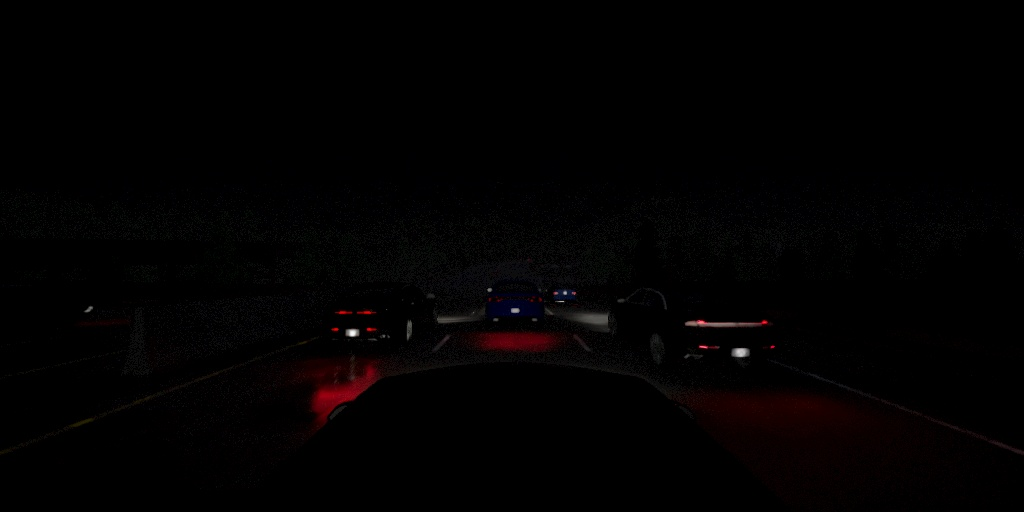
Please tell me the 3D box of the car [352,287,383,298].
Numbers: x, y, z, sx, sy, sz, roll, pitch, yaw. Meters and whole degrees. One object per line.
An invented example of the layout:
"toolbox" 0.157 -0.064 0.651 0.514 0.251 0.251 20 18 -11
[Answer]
"car" -17.513 4.470 43.717 1.895 1.301 4.718 0 -5 0

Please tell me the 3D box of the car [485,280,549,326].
"car" 0.097 1.607 13.191 1.882 1.535 5.008 0 -3 0

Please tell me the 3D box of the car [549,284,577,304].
"car" 3.593 2.793 26.751 2.033 1.411 5.357 0 -5 0

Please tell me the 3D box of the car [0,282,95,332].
"car" -14.095 1.427 9.188 2.128 1.511 4.902 0 -2 0

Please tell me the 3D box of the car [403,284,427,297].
"car" -14.013 5.029 52.058 2.097 1.767 4.553 0 -5 0

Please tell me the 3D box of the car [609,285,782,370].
"car" 3.598 1.386 8.071 2.128 1.511 4.902 0 -2 0

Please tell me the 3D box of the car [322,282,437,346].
"car" -3.403 1.473 10.076 1.837 1.490 4.892 0 -2 0
